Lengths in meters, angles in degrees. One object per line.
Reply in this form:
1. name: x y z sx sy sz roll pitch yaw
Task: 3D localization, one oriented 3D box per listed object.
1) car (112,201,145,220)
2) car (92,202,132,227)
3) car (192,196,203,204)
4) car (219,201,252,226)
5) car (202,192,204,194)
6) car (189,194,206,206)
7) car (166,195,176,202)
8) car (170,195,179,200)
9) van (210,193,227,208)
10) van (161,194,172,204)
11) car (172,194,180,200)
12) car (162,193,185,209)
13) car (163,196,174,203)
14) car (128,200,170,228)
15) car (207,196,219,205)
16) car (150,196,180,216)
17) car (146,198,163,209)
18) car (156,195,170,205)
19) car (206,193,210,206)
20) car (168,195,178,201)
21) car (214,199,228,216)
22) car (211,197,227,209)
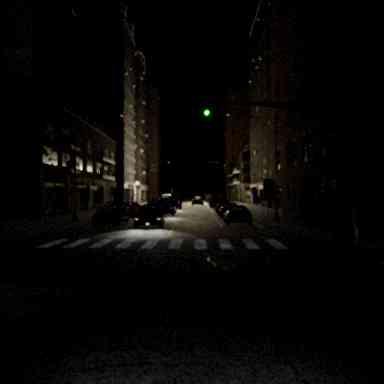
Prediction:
1. car: -5.366 1.500 28.484 1.887 1.381 4.507 0 0 1
2. car: -5.455 1.512 22.812 1.887 1.381 4.507 0 0 1
3. car: 1.025 1.474 62.750 1.895 1.301 4.718 0 0 1
4. car: 3.069 1.525 22.668 1.802 1.307 4.206 0 0 1
5. car: 3.963 1.150 79.395 2.192 1.841 5.009 0 0 1
6. car: 0.868 1.440 52.051 2.033 1.411 5.357 0 0 1
7. car: -4.651 1.421 73.861 2.008 1.369 4.403 0 0 1
8. car: -4.473 1.416 85.206 1.947 1.339 4.313 0 0 1
9. van: 3.339 1.249 39.686 1.690 1.788 3.998 0 0 1
10. van: -4.829 1.232 62.516 1.690 1.788 3.998 0 0 1
11. car: -4.384 1.384 90.877 1.887 1.381 4.507 0 0 1
12. car: -2.343 1.272 42.404 2.097 1.767 4.553 0 0 1
13. car: -4.741 1.463 68.189 1.802 1.307 4.206 0 0 1
14. car: -2.754 1.508 22.414 2.033 1.411 5.357 0 0 -3
15. car: 3.605 1.458 56.704 1.802 1.307 4.206 0 0 1
16. car: -2.544 1.417 32.376 1.882 1.535 5.008 0 0 1
17. car: -5.098 1.504 45.500 1.802 1.307 4.206 0 0 1
18. car: -4.919 1.341 56.844 1.967 1.590 4.097 0 0 1
19. car: 3.428 1.212 45.358 2.192 1.841 5.009 0 0 1
20. car: -4.563 1.426 79.533 1.947 1.339 4.313 0 0 1
21. car: 3.158 1.513 28.341 1.802 1.307 4.206 0 0 1
22. car: 3.248 1.501 34.014 1.802 1.307 4.206 0 0 1
